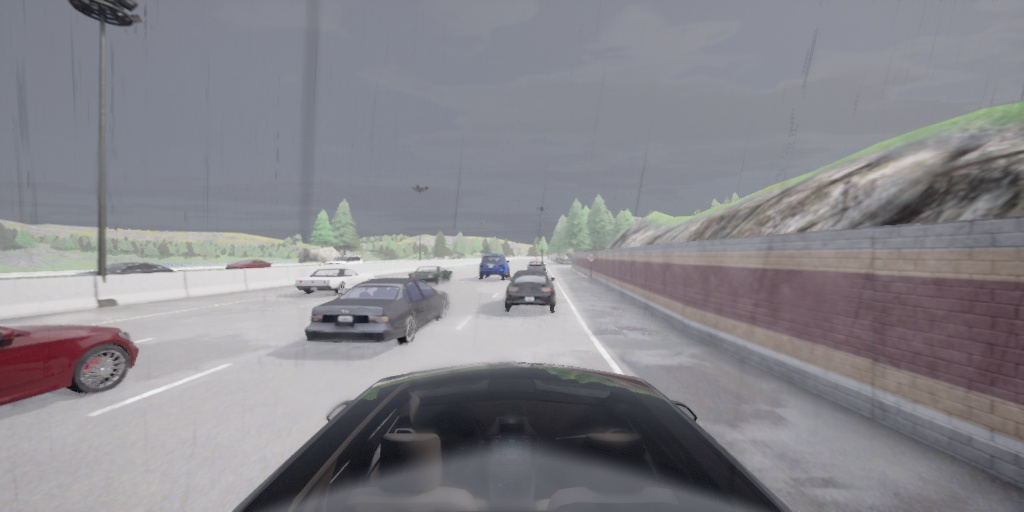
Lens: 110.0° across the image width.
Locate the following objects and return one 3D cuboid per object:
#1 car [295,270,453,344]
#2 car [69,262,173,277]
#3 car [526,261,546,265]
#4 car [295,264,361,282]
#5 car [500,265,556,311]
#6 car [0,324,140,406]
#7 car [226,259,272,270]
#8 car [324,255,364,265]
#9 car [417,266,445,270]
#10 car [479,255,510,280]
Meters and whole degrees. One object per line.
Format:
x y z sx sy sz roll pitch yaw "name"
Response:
-3.099 1.280 9.518 2.033 1.411 5.357 0 0 4 "car"
-23.456 1.159 21.756 1.837 1.490 4.892 0 0 5 "car"
2.431 1.215 36.113 2.128 1.511 4.902 0 0 4 "car"
-9.388 1.303 19.522 1.895 1.301 4.718 0 0 4 "car"
0.744 1.266 14.247 1.812 1.442 4.674 0 0 4 "car"
-6.807 1.252 3.650 1.812 1.442 4.674 0 0 1 "car"
-28.994 1.097 39.667 1.882 1.535 5.008 0 0 5 "car"
-18.462 0.928 39.572 2.150 2.045 5.566 0 0 4 "car"
-5.473 1.310 24.779 1.895 1.301 4.718 0 0 4 "car"
-1.469 0.938 31.104 2.150 2.045 5.566 0 0 4 "car"
